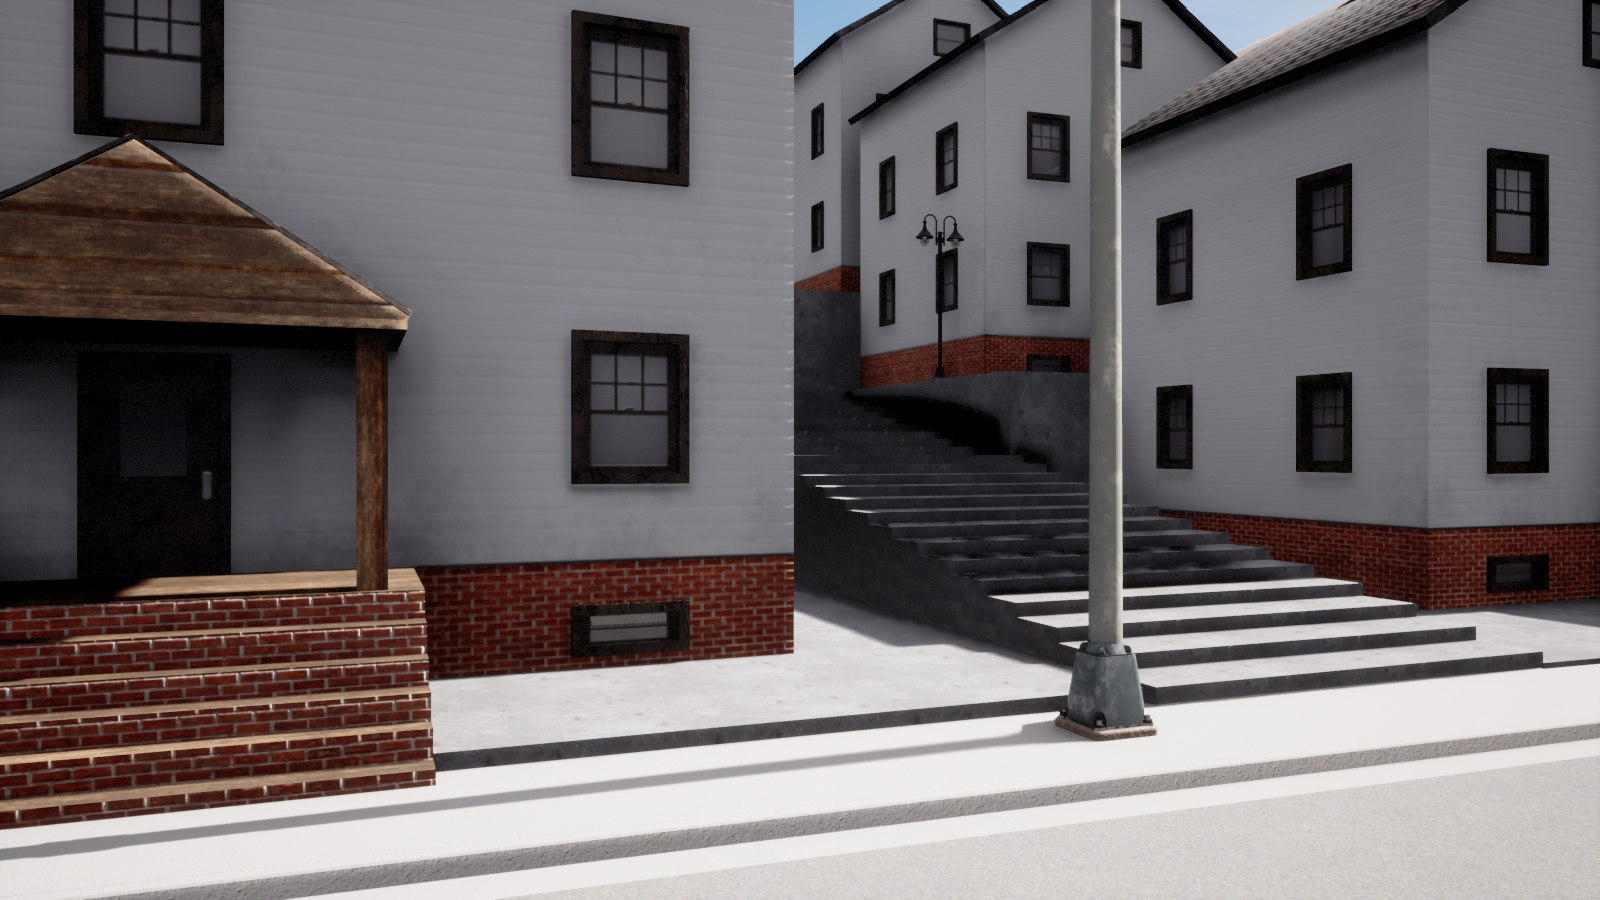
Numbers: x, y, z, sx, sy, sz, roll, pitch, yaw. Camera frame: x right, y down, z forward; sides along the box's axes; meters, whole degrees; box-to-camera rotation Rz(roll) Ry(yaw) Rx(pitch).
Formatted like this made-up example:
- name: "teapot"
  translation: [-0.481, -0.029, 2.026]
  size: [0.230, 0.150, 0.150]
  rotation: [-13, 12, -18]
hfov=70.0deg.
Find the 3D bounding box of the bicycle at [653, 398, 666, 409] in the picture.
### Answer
- name: "bicycle"
  translation: [-17.608, -5.852, 143.613]
  size: [1.487, 1.301, 0.859]
  rotation: [0, 0, -16]
